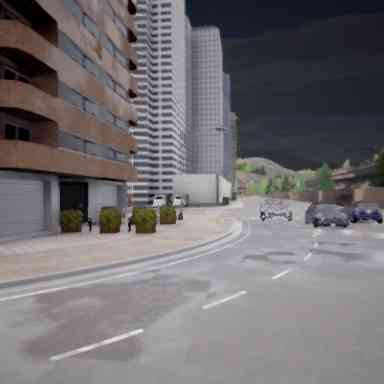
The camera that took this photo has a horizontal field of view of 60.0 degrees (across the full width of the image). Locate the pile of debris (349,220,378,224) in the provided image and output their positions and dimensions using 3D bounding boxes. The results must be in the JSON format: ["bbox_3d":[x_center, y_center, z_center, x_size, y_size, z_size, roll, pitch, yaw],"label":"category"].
[{"bbox_3d":[13.331,2.320,25.894,1.500,0.140,1.860,-1,-1,9],"label":"pile of debris"}]

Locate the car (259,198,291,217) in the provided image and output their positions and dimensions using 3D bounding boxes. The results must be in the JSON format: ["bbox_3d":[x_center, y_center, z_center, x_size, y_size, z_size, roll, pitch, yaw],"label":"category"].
[{"bbox_3d":[5.951,1.157,24.113,2.097,1.767,4.553,-1,-1,9],"label":"car"}]

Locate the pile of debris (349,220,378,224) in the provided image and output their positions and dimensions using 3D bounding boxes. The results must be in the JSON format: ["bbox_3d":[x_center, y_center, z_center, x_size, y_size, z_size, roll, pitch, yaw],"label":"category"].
[{"bbox_3d":[13.331,2.320,25.894,1.500,0.140,1.860,-1,-1,9],"label":"pile of debris"}]

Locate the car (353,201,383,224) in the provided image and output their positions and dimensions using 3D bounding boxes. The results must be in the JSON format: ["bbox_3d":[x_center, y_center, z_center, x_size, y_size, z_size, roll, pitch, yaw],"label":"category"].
[{"bbox_3d":[13.466,1.503,26.636,2.097,1.767,4.553,-1,-1,11],"label":"car"}]

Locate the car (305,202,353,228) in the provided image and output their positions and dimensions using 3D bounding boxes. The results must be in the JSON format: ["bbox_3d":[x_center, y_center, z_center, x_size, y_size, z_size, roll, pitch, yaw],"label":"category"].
[{"bbox_3d":[9.412,1.559,23.563,2.097,1.767,4.553,-1,-1,9],"label":"car"}]
